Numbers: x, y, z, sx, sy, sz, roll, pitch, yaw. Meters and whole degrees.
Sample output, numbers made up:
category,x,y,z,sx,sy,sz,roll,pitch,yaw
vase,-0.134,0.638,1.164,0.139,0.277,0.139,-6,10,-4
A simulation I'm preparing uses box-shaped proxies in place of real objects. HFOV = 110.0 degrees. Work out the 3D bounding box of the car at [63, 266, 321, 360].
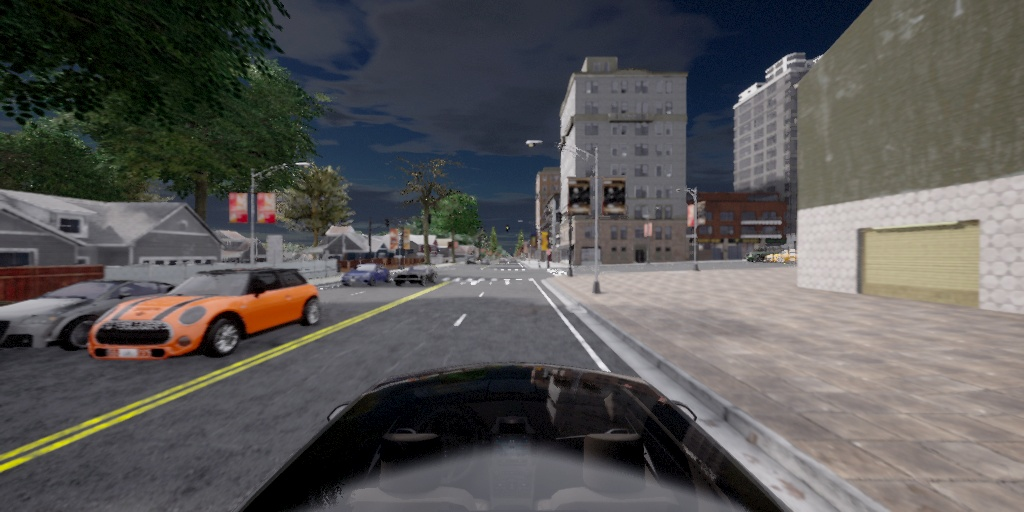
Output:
category,x,y,z,sx,sy,sz,roll,pitch,yaw
car,-6.573,1.074,8.411,2.097,1.767,4.553,0,0,1

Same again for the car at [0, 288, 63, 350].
category,x,y,z,sx,sy,sz,roll,pitch,yaw
car,-9.818,1.275,8.718,1.994,1.385,4.181,0,0,1

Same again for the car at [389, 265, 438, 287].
category,x,y,z,sx,sy,sz,roll,pitch,yaw
car,-6.424,1.314,24.309,1.895,1.301,4.718,0,0,1

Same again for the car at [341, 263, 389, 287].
category,x,y,z,sx,sy,sz,roll,pitch,yaw
car,-9.677,1.228,24.211,1.812,1.442,4.674,0,0,1

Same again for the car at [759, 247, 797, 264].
category,x,y,z,sx,sy,sz,roll,pitch,yaw
car,33.280,0.078,43.242,5.008,1.535,1.882,-2,0,0

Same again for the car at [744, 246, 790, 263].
category,x,y,z,sx,sy,sz,roll,pitch,yaw
car,33.233,-0.187,46.482,5.566,2.045,2.150,-2,0,0
